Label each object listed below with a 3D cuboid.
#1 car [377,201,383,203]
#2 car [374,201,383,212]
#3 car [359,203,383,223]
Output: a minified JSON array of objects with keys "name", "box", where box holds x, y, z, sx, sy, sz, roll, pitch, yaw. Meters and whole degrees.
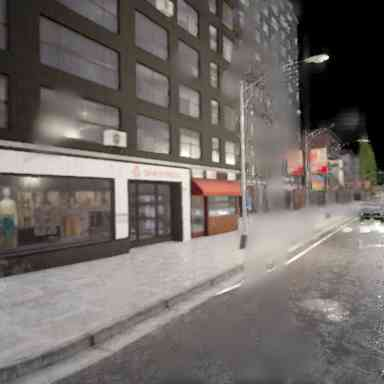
[{"name":"car","box":[21.576,2.030,38.642,1.994,1.385,4.181,-2,-2,32]},{"name":"car","box":[29.043,2.189,50.960,1.812,1.442,4.674,-2,-2,31]},{"name":"car","box":[15.808,1.926,29.089,1.895,1.301,4.718,-2,-2,31]}]
